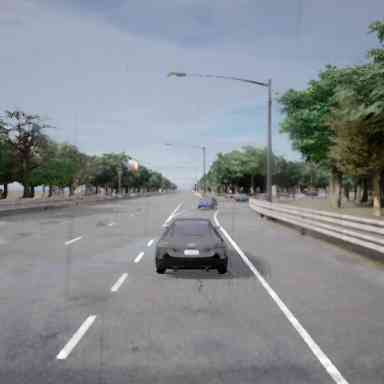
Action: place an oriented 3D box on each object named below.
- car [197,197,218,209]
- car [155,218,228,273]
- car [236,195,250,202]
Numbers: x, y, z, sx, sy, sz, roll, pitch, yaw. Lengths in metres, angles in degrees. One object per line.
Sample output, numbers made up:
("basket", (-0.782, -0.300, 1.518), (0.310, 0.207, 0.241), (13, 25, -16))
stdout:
("car", (1.954, 1.293, 40.104), (2.033, 1.411, 5.357), (0, 0, 13))
("car", (-0.011, 1.500, 10.497), (1.994, 1.385, 4.181), (0, 0, 0))
("car", (9.752, 1.169, 61.544), (1.994, 1.385, 4.181), (0, 0, 28))
